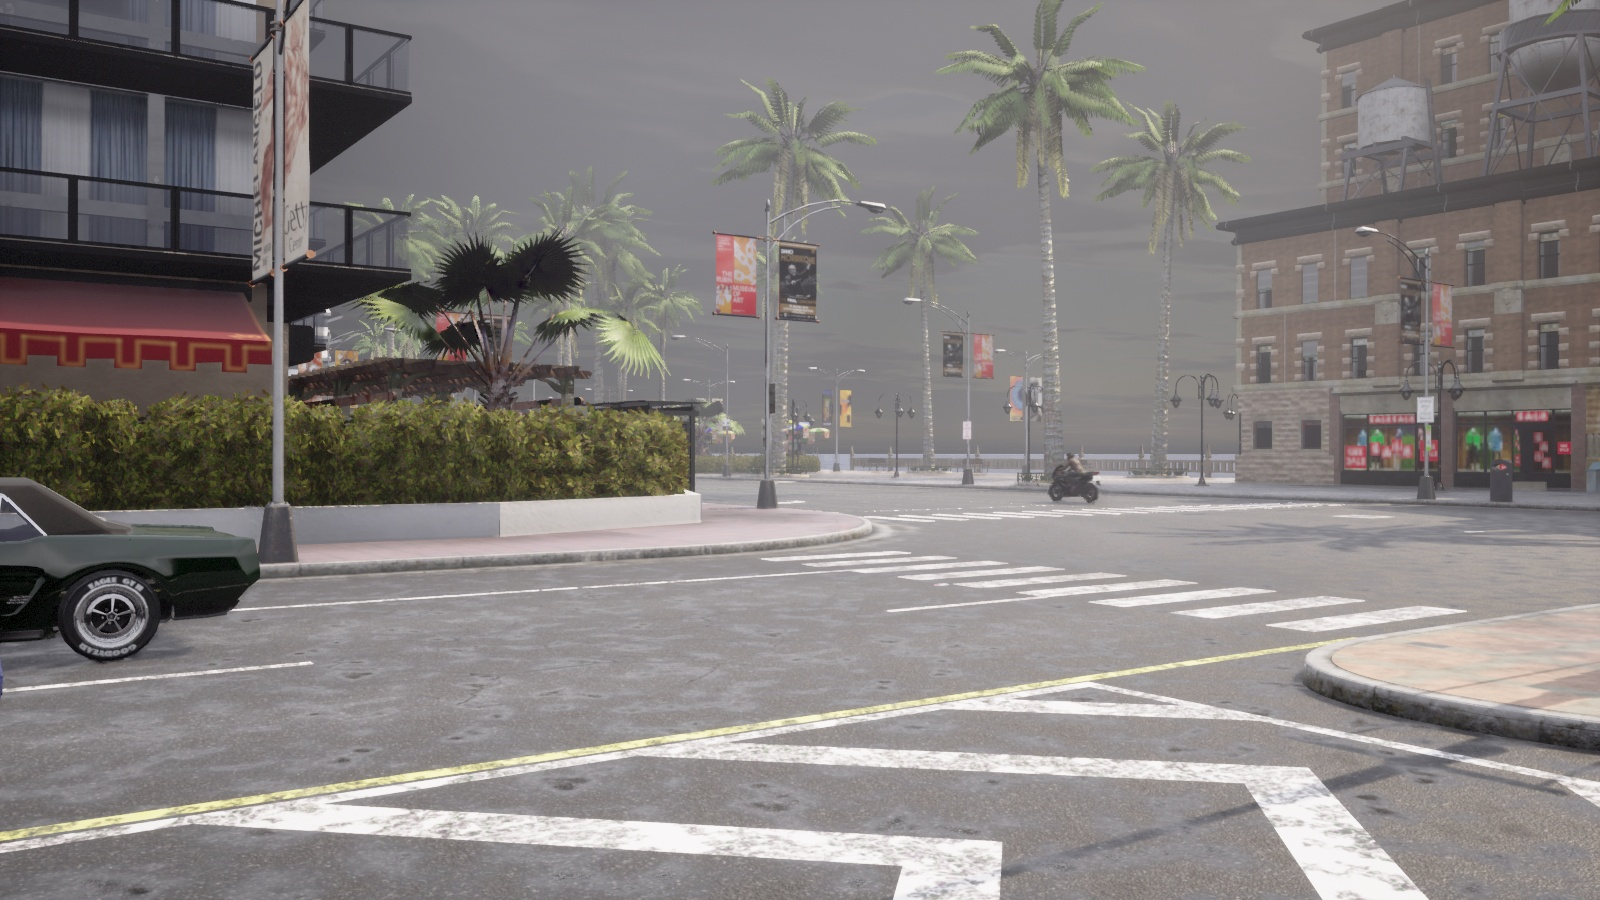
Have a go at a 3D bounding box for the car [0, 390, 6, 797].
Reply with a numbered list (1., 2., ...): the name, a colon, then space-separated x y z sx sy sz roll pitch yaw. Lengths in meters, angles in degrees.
1. car: -5.925 0.628 5.020 4.553 1.767 2.097 0 0 -35

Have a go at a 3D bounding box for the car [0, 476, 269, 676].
1. car: -6.481 0.881 8.894 4.718 1.301 1.895 0 0 -35

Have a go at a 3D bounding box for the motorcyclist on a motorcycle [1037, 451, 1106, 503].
1. motorcyclist on a motorcycle: 8.172 0.802 37.856 0.797 1.523 2.044 0 0 -34
